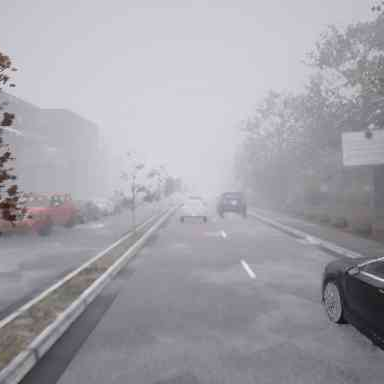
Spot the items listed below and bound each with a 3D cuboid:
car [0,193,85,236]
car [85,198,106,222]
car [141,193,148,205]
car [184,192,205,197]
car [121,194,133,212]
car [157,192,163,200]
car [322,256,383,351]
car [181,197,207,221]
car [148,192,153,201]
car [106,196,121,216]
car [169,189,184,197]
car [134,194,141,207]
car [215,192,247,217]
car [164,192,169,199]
[{"bbox_3d":[-8.009,1.090,17.826,2.435,2.045,5.566,0,1,0],"label":"car"},{"bbox_3d":[-7.972,1.320,23.373,2.163,1.488,4.792,0,1,0],"label":"car"},{"bbox_3d":[-7.826,1.058,45.594,2.231,1.521,4.892,0,1,0],"label":"car"},{"bbox_3d":[0.377,1.119,41.924,2.128,1.511,4.902,0,1,2],"label":"car"},{"bbox_3d":[-7.899,1.209,34.468,2.163,1.488,4.792,0,1,0],"label":"car"},{"bbox_3d":[-7.501,0.834,66.180,2.163,1.488,4.792,0,1,3],"label":"car"},{"bbox_3d":[3.254,1.460,4.096,2.128,1.511,4.902,0,0,0],"label":"car"},{"bbox_3d":[0.125,1.320,24.942,1.812,1.442,4.674,0,0,0],"label":"car"},{"bbox_3d":[-7.753,0.927,56.586,2.097,1.535,5.008,0,1,1],"label":"car"},{"bbox_3d":[-7.936,1.276,28.952,2.002,1.452,4.674,0,1,0],"label":"car"},{"bbox_3d":[-4.684,0.403,95.417,2.231,1.521,4.892,0,1,9],"label":"car"},{"bbox_3d":[-7.863,1.160,40.044,2.002,1.452,4.674,0,1,0],"label":"car"},{"bbox_3d":[3.286,0.982,28.573,2.150,2.045,5.566,0,1,0],"label":"car"},{"bbox_3d":[-7.086,0.706,73.208,1.946,1.575,5.366,0,1,5],"label":"car"}]
